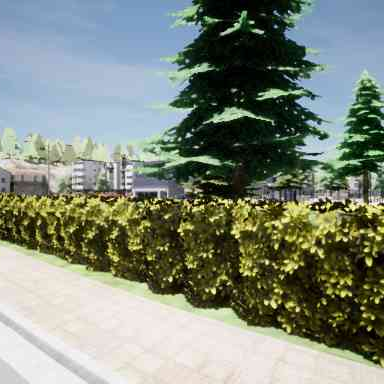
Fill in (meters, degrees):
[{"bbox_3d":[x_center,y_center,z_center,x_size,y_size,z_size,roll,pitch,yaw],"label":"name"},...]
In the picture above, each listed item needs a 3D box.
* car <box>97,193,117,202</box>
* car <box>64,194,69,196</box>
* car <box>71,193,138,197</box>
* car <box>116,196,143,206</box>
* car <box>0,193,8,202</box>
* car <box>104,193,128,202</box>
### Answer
[{"bbox_3d":[-18.211,1.077,71.371,1.905,1.878,3.866,0,0,44],"label":"car"},{"bbox_3d":[-27.325,1.154,80.350,2.152,1.636,5.027,0,0,44],"label":"car"},{"bbox_3d":[-8.047,1.221,31.017,2.150,2.045,5.566,0,0,44],"label":"car"},{"bbox_3d":[-10.041,1.384,53.291,1.970,1.475,3.806,0,0,44],"label":"car"},{"bbox_3d":[-41.761,1.097,70.170,1.932,1.855,4.605,0,0,44],"label":"car"},{"bbox_3d":[-15.852,1.097,69.626,1.932,1.855,4.605,0,0,44],"label":"car"}]
